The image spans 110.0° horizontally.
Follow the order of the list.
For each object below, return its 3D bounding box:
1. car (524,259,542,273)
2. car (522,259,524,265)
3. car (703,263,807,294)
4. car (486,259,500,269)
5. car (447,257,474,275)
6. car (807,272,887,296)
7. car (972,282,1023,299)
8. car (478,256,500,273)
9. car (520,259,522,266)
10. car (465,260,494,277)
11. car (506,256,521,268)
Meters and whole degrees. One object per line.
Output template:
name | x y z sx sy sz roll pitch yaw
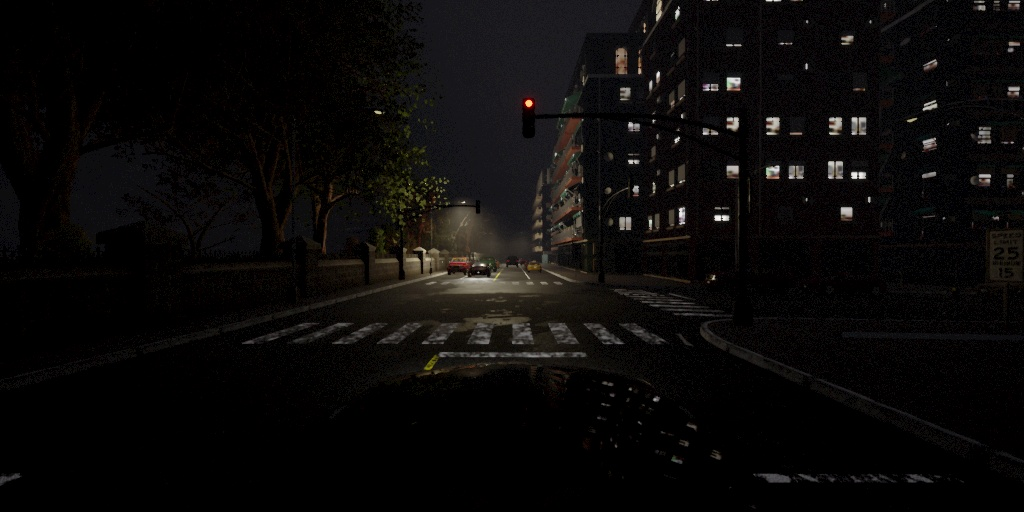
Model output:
car | 2.737 1.283 44.409 1.751 1.417 4.829 0 0 0
car | 2.743 1.306 49.774 1.888 1.381 4.507 0 0 0
car | 14.621 1.338 22.106 5.009 1.841 2.192 0 0 0
car | -3.021 1.244 57.795 1.882 1.535 5.008 0 0 0
car | -5.649 1.069 38.713 2.192 1.841 5.009 0 0 0
car | 20.316 1.671 22.118 4.507 1.381 1.888 0 0 0
car | 31.538 1.857 22.141 4.829 1.417 1.751 0 0 0
car | -3.055 0.980 45.262 2.150 2.045 5.566 0 0 0
car | 2.749 1.316 55.310 2.007 1.370 4.403 0 0 0
car | -3.064 1.317 34.685 1.994 1.385 4.181 0 0 0
car | 0.068 0.993 63.637 2.150 2.045 5.566 0 0 0
